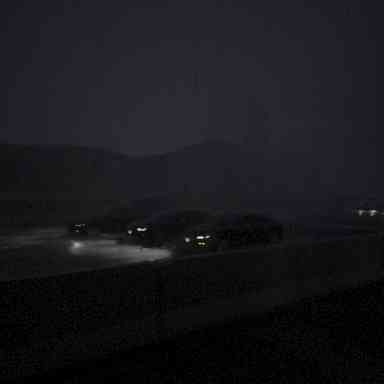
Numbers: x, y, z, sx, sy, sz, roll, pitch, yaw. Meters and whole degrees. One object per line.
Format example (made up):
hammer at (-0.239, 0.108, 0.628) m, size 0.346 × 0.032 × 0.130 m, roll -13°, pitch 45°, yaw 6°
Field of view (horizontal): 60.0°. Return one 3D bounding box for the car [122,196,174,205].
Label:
car at (-3.691, 1.315, 22.861) m, size 5.566 × 2.045 × 2.150 m, roll 1°, pitch 0°, yaw -36°

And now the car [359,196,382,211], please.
car at (27.156, 1.691, 50.404) m, size 2.150 × 2.045 × 5.566 m, roll 0°, pitch 0°, yaw 40°

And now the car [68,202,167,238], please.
car at (-4.171, 1.543, 18.222) m, size 5.008 × 1.535 × 1.882 m, roll 0°, pitch 0°, yaw -36°

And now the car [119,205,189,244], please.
car at (-0.805, 1.585, 16.331) m, size 4.892 × 1.490 × 1.837 m, roll 1°, pitch 0°, yaw -36°

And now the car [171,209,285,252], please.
car at (1.805, 1.591, 13.895) m, size 4.892 × 1.490 × 1.837 m, roll 1°, pitch 0°, yaw -36°
